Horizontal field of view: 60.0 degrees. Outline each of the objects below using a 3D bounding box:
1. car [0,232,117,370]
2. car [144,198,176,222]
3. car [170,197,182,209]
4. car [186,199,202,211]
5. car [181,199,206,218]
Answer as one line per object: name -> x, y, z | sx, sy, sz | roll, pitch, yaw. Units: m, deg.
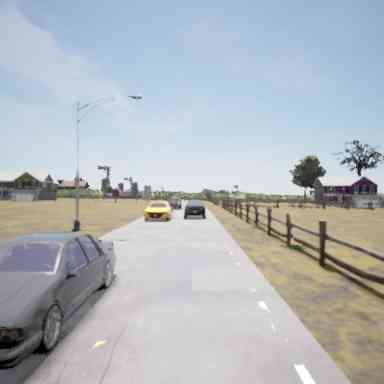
car -> -2.817, 1.524, 6.313 | 2.033, 1.411, 5.357 | 0, 0, 0
car -> -2.625, 1.479, 26.772 | 1.882, 1.535, 5.008 | 0, 0, 1
car -> -2.423, 1.456, 45.408 | 2.097, 1.767, 4.553 | 0, 0, 0
car -> 0.341, 1.638, 42.809 | 1.994, 1.385, 4.181 | 0, 0, 2
car -> 0.273, 1.511, 30.347 | 1.882, 1.535, 5.008 | 0, 0, 1
